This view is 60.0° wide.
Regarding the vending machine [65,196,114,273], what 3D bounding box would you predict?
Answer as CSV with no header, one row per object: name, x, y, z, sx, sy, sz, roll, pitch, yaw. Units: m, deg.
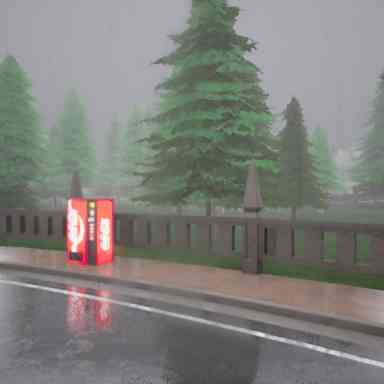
vending machine,-3.011,1.177,9.875,0.880,2.100,1.100,0,0,25
